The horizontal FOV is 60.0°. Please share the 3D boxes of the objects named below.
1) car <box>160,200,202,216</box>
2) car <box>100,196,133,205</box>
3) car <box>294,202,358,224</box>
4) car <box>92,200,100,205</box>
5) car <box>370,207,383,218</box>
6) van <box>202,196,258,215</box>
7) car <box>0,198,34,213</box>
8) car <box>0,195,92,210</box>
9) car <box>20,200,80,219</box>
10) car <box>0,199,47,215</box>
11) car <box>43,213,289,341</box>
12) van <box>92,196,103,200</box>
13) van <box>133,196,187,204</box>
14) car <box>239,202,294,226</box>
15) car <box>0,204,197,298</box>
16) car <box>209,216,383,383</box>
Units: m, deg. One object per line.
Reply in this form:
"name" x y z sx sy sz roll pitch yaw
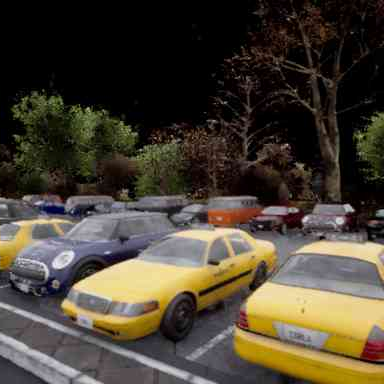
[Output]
"car" 0.428 1.512 22.170 2.231 1.521 4.892 0 0 35
"car" -4.311 1.418 25.466 2.185 1.767 4.553 0 0 35
"car" 7.262 1.337 17.380 2.185 1.767 4.553 0 0 35
"car" -6.478 1.589 27.073 2.163 1.488 4.792 -1 0 35
"car" 9.549 1.446 15.724 2.097 1.535 5.008 0 0 35
"van" 2.798 1.268 20.631 1.878 1.987 4.442 0 0 35
"car" -20.477 1.508 36.874 2.163 1.488 4.792 1 1 35
"car" -6.753 1.261 11.880 2.435 2.045 5.566 0 0 35
"car" -13.532 1.575 32.005 2.097 1.535 5.008 1 1 35
"car" -18.170 1.541 35.247 2.163 1.488 4.792 1 0 35
"car" 0.053 1.461 6.820 1.946 1.575 5.366 0 0 35
"van" -8.875 1.349 28.580 1.878 1.987 4.442 0 0 35
"van" -1.817 1.301 23.890 1.878 1.987 4.442 0 0 35
"car" 4.940 1.479 18.986 2.097 1.535 5.008 0 0 35
"car" -2.132 1.354 8.626 2.185 1.767 4.553 0 0 35
"car" 2.576 1.444 5.495 1.946 1.575 5.366 0 0 35
